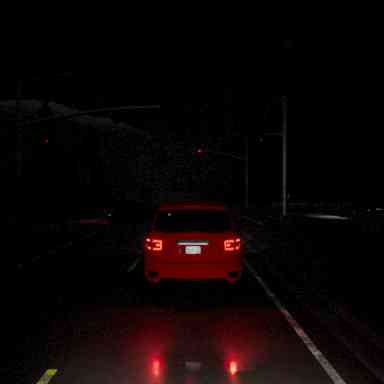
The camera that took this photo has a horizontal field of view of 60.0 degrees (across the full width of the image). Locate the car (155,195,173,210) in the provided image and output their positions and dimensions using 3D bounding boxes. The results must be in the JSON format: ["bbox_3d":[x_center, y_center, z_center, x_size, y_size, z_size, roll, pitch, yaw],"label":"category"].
[{"bbox_3d":[-3.692,1.352,44.561,2.097,1.767,4.553,0,0,0],"label":"car"}]

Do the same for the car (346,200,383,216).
[{"bbox_3d":[16.485,1.520,29.977,4.892,1.490,1.837,0,0,-2],"label":"car"}]

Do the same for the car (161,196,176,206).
[{"bbox_3d":[-3.709,1.491,54.056,2.128,1.511,4.902,0,0,0],"label":"car"}]

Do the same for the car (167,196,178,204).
[{"bbox_3d":[-3.696,1.564,63.941,1.994,1.385,4.181,0,0,0],"label":"car"}]

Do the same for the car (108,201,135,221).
[{"bbox_3d":[-4.271,1.500,26.905,4.892,1.490,1.837,0,2,-29],"label":"car"}]

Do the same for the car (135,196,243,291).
[{"bbox_3d":[0.038,1.221,9.165,2.150,2.045,5.566,0,0,0],"label":"car"}]
